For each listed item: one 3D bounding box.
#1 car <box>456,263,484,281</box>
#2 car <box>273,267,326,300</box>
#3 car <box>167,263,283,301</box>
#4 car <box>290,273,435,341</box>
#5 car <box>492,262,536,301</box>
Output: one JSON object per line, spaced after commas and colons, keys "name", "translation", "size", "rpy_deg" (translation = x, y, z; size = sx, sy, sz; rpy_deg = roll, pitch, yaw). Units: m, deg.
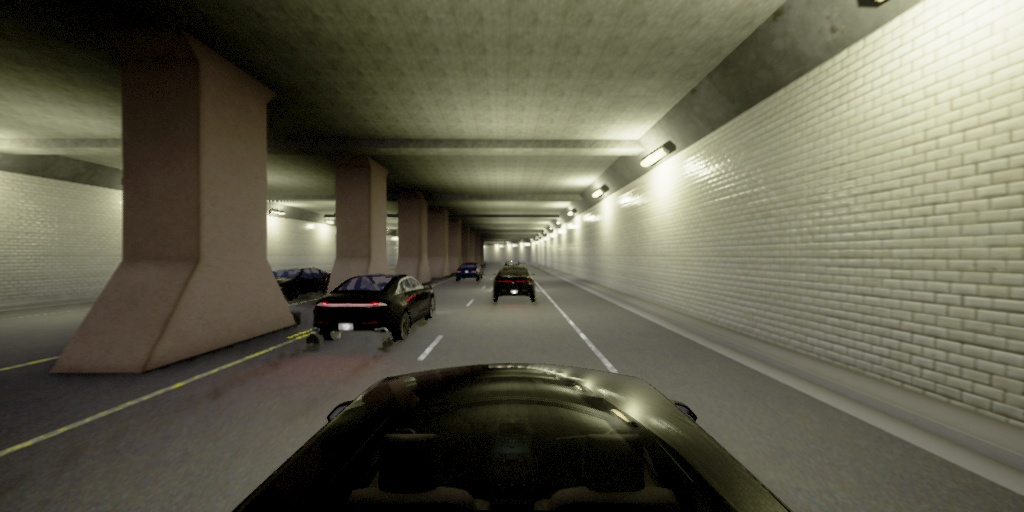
{"name": "car", "translation": [-3.410, 1.247, 29.521], "size": [2.033, 1.411, 5.357], "rpy_deg": [0, 0, 0]}
{"name": "car", "translation": [-10.606, 1.269, 17.613], "size": [2.033, 1.411, 5.357], "rpy_deg": [0, 0, 0]}
{"name": "car", "translation": [-14.105, 1.198, 18.134], "size": [1.882, 1.535, 5.008], "rpy_deg": [0, 0, 0]}
{"name": "car", "translation": [-3.402, 1.227, 9.762], "size": [2.128, 1.511, 4.902], "rpy_deg": [0, 0, 0]}
{"name": "car", "translation": [0.095, 1.226, 17.272], "size": [1.837, 1.490, 4.892], "rpy_deg": [0, 0, 0]}
